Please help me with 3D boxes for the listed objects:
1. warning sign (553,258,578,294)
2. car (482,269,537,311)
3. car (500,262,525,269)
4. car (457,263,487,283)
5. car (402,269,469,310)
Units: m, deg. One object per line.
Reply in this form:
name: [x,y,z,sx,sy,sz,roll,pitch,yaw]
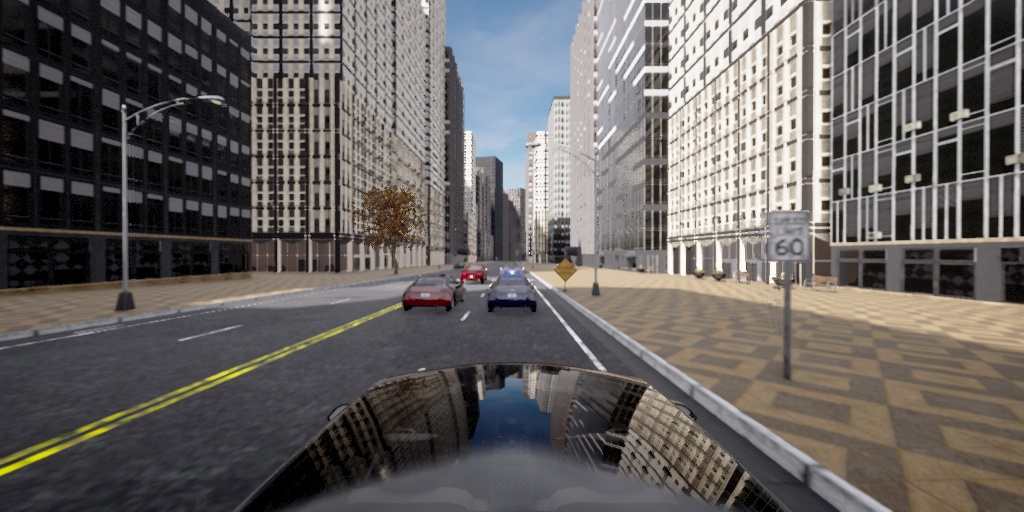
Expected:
warning sign: [2.851,1.036,19.295,1.300,1.860,1.060,0,0,0]
car: [0.024,1.446,15.267,1.994,1.385,4.181,0,0,1]
car: [0.026,1.378,30.255,2.097,1.767,4.553,0,-1,1]
car: [-3.217,1.513,31.104,1.882,1.535,5.008,0,0,1]
car: [-3.222,1.447,15.416,1.994,1.385,4.181,0,0,0]
